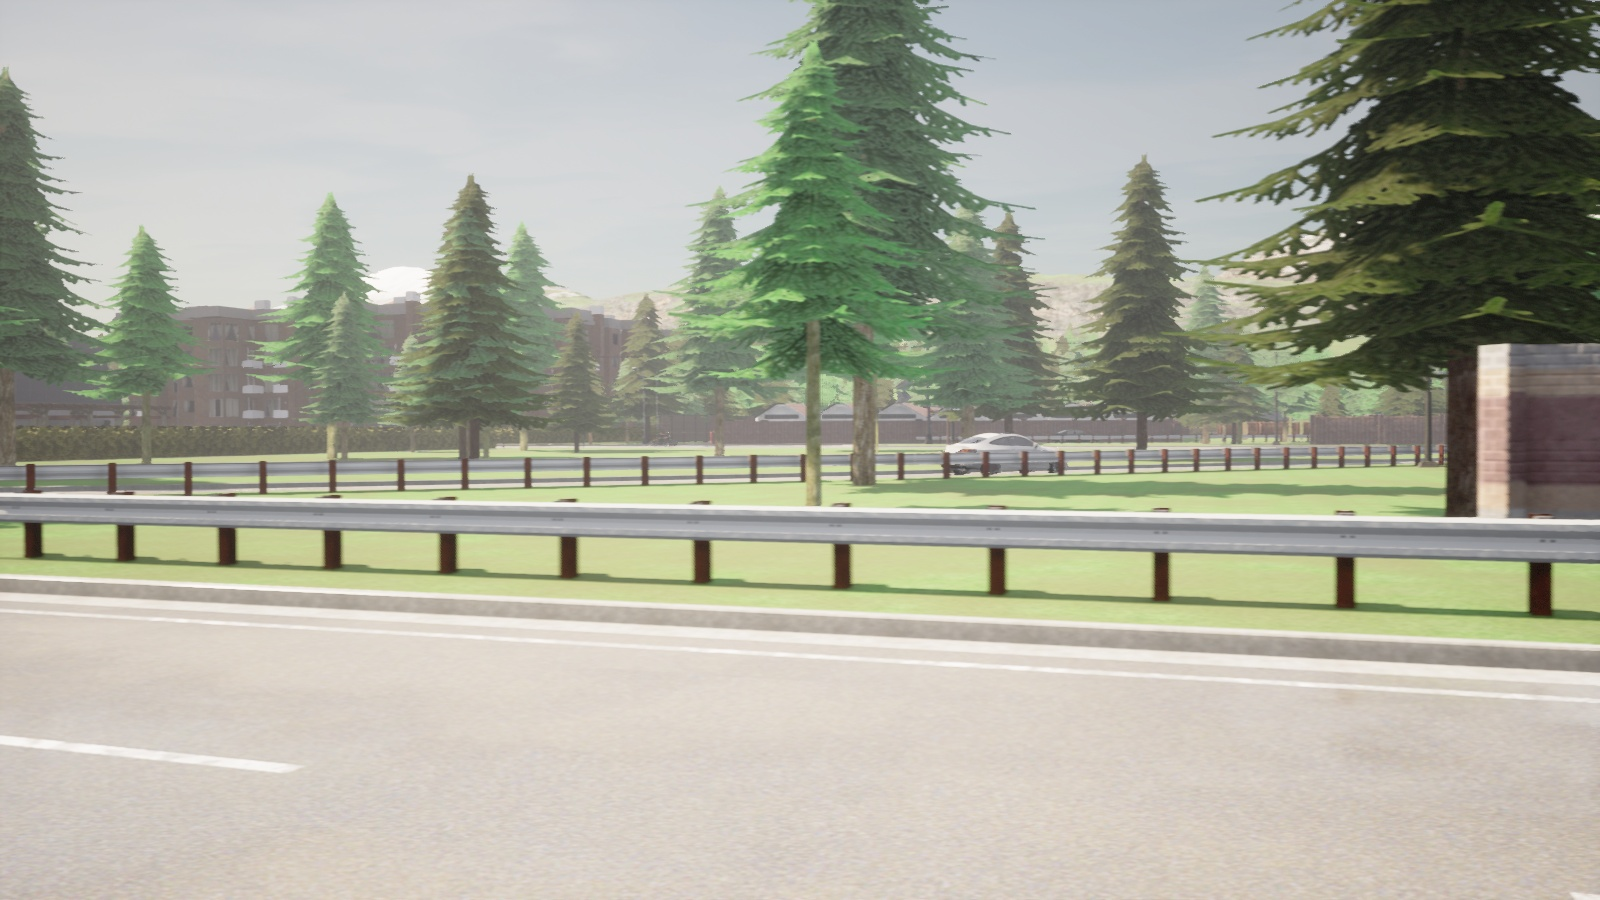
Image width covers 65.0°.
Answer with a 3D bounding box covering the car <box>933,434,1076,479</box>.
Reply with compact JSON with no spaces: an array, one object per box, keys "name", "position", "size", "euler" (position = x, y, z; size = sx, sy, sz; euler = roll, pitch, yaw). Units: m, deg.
[{"name":"car","position":[6.948,0.197,42.584],"size":[4.674,1.442,1.812],"euler":[0,1,-30]}]
